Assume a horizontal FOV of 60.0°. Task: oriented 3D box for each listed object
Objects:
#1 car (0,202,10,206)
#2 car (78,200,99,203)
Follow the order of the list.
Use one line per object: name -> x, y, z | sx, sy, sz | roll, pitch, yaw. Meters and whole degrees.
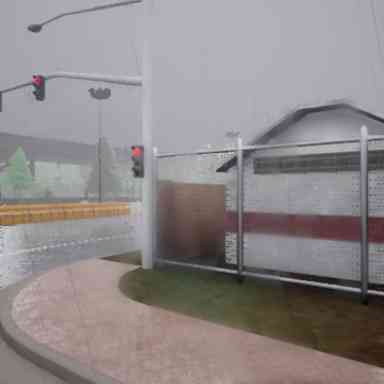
car -> -16.437, 1.544, 26.498 | 1.837, 1.490, 4.892 | 0, 0, 34
car -> -10.973, 1.566, 34.669 | 1.812, 1.442, 4.674 | 0, 0, 34
